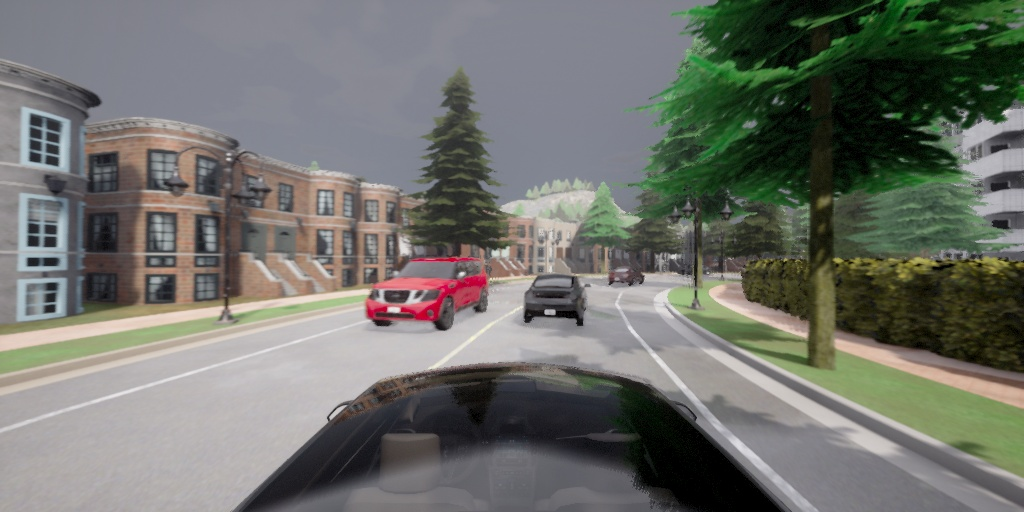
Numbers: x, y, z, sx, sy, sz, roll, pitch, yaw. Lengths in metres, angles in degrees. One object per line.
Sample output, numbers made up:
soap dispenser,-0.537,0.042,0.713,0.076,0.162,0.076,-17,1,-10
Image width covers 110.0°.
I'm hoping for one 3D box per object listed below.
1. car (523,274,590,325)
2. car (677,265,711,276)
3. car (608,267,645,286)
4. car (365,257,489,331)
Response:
car,1.624,1.361,12.489,1.837,1.490,4.892,0,-1,13
car,23.322,1.839,45.768,4.892,1.490,1.837,1,-1,-27
car,9.190,1.587,28.763,1.812,1.442,4.674,0,-1,35
car,-2.385,1.035,11.745,2.150,2.045,5.566,0,-1,13
